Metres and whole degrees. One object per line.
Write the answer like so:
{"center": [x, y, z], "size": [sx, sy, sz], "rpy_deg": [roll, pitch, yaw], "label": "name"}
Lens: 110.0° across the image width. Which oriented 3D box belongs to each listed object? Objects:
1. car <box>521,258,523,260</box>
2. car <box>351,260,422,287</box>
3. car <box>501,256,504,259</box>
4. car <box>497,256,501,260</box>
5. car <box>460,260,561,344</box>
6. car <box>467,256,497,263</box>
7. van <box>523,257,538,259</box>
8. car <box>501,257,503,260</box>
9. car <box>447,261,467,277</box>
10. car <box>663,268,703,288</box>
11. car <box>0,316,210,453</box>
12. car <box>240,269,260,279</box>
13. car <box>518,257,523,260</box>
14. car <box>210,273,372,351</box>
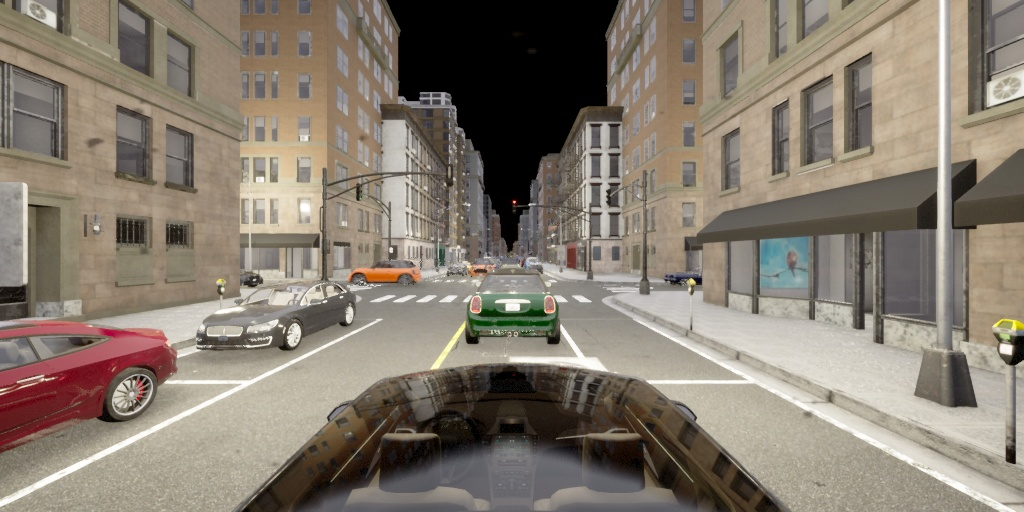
{"center": [2.626, 1.327, 51.966], "size": [1.802, 1.307, 4.207], "rpy_deg": [0, 0, 0], "label": "car"}
{"center": [-8.472, 1.069, 24.069], "size": [4.553, 1.767, 2.097], "rpy_deg": [1, 0, 0], "label": "car"}
{"center": [-2.824, 1.270, 65.041], "size": [1.812, 1.442, 4.674], "rpy_deg": [0, 0, 1], "label": "car"}
{"center": [-2.852, 1.098, 44.607], "size": [2.097, 1.767, 4.553], "rpy_deg": [0, 0, -1], "label": "car"}
{"center": [0.038, 1.102, 9.711], "size": [2.097, 1.767, 4.553], "rpy_deg": [0, 0, 1], "label": "car"}
{"center": [-2.832, 1.099, 34.684], "size": [2.097, 1.767, 4.553], "rpy_deg": [0, 0, 0], "label": "car"}
{"center": [2.626, 1.086, 46.559], "size": [1.690, 1.789, 3.998], "rpy_deg": [0, 0, 0], "label": "van"}
{"center": [-2.841, 1.250, 54.766], "size": [1.837, 1.490, 4.892], "rpy_deg": [0, 0, 0], "label": "car"}
{"center": [-5.401, 1.297, 35.743], "size": [2.007, 1.370, 4.403], "rpy_deg": [0, 0, 0], "label": "car"}
{"center": [12.755, 1.427, 24.107], "size": [4.718, 1.301, 1.895], "rpy_deg": [0, 0, 0], "label": "car"}
{"center": [-5.389, 1.332, 3.186], "size": [1.802, 1.307, 4.207], "rpy_deg": [0, 0, 0], "label": "car"}
{"center": [-17.150, 1.224, 21.099], "size": [4.181, 1.385, 1.994], "rpy_deg": [0, 0, 0], "label": "car"}
{"center": [2.625, 1.059, 62.778], "size": [2.192, 1.841, 5.009], "rpy_deg": [0, 0, 0], "label": "car"}
{"center": [-5.391, 1.300, 8.867], "size": [2.007, 1.370, 4.403], "rpy_deg": [0, 0, 0], "label": "car"}
